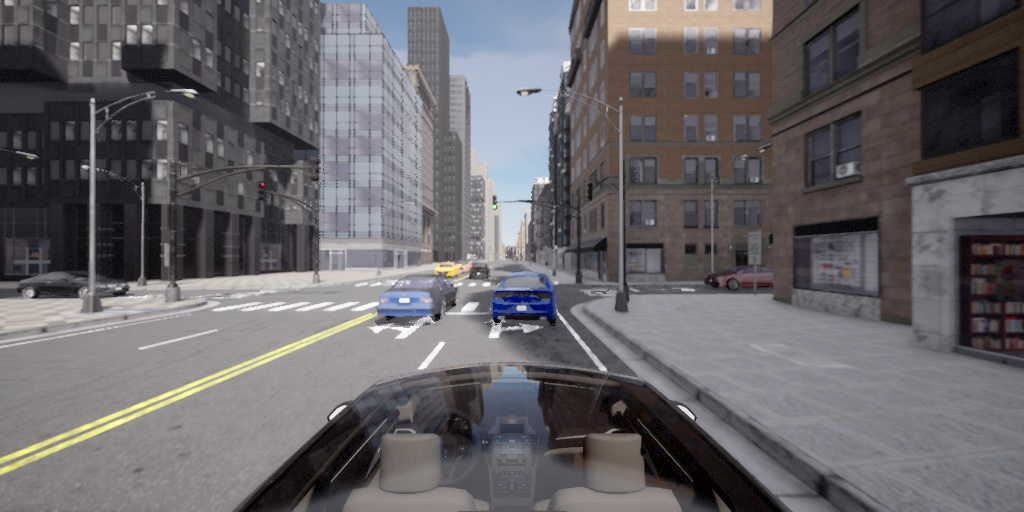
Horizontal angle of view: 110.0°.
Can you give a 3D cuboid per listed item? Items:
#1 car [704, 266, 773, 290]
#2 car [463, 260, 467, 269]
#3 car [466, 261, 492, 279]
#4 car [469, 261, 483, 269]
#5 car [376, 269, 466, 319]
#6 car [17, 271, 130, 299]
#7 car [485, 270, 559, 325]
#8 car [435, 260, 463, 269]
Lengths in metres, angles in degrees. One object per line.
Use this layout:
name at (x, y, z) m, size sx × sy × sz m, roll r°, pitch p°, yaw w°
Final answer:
car at (13.948, 1.283, 21.573) m, size 4.181 × 1.385 × 1.994 m, roll 0°, pitch 0°, yaw 0°
car at (-6.548, 1.327, 46.325) m, size 2.097 × 1.767 × 4.553 m, roll 0°, pitch -1°, yaw 0°
car at (-3.123, 1.425, 35.746) m, size 1.837 × 1.490 × 4.892 m, roll 0°, pitch 0°, yaw 0°
car at (-6.450, 1.614, 65.113) m, size 2.033 × 1.411 × 5.357 m, roll 0°, pitch 0°, yaw 0°
car at (-3.142, 1.354, 12.974) m, size 2.033 × 1.411 × 5.357 m, roll 0°, pitch 0°, yaw 0°
car at (-23.588, 1.532, 19.337) m, size 4.674 × 1.442 × 1.812 m, roll -1°, pitch 0°, yaw -1°
car at (0.562, 1.280, 12.244) m, size 1.882 × 1.535 × 5.008 m, roll 0°, pitch 0°, yaw 7°
car at (-6.565, 1.401, 36.405) m, size 1.882 × 1.535 × 5.008 m, roll 0°, pitch 0°, yaw 0°
